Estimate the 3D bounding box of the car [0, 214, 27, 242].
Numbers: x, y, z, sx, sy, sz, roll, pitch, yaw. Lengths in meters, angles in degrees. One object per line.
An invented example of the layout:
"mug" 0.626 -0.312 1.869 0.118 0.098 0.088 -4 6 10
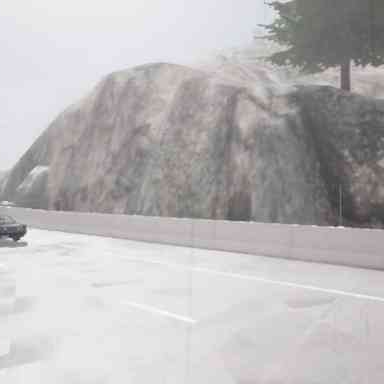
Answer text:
"car" -10.026 1.732 16.299 4.718 1.301 1.895 0 -1 40
